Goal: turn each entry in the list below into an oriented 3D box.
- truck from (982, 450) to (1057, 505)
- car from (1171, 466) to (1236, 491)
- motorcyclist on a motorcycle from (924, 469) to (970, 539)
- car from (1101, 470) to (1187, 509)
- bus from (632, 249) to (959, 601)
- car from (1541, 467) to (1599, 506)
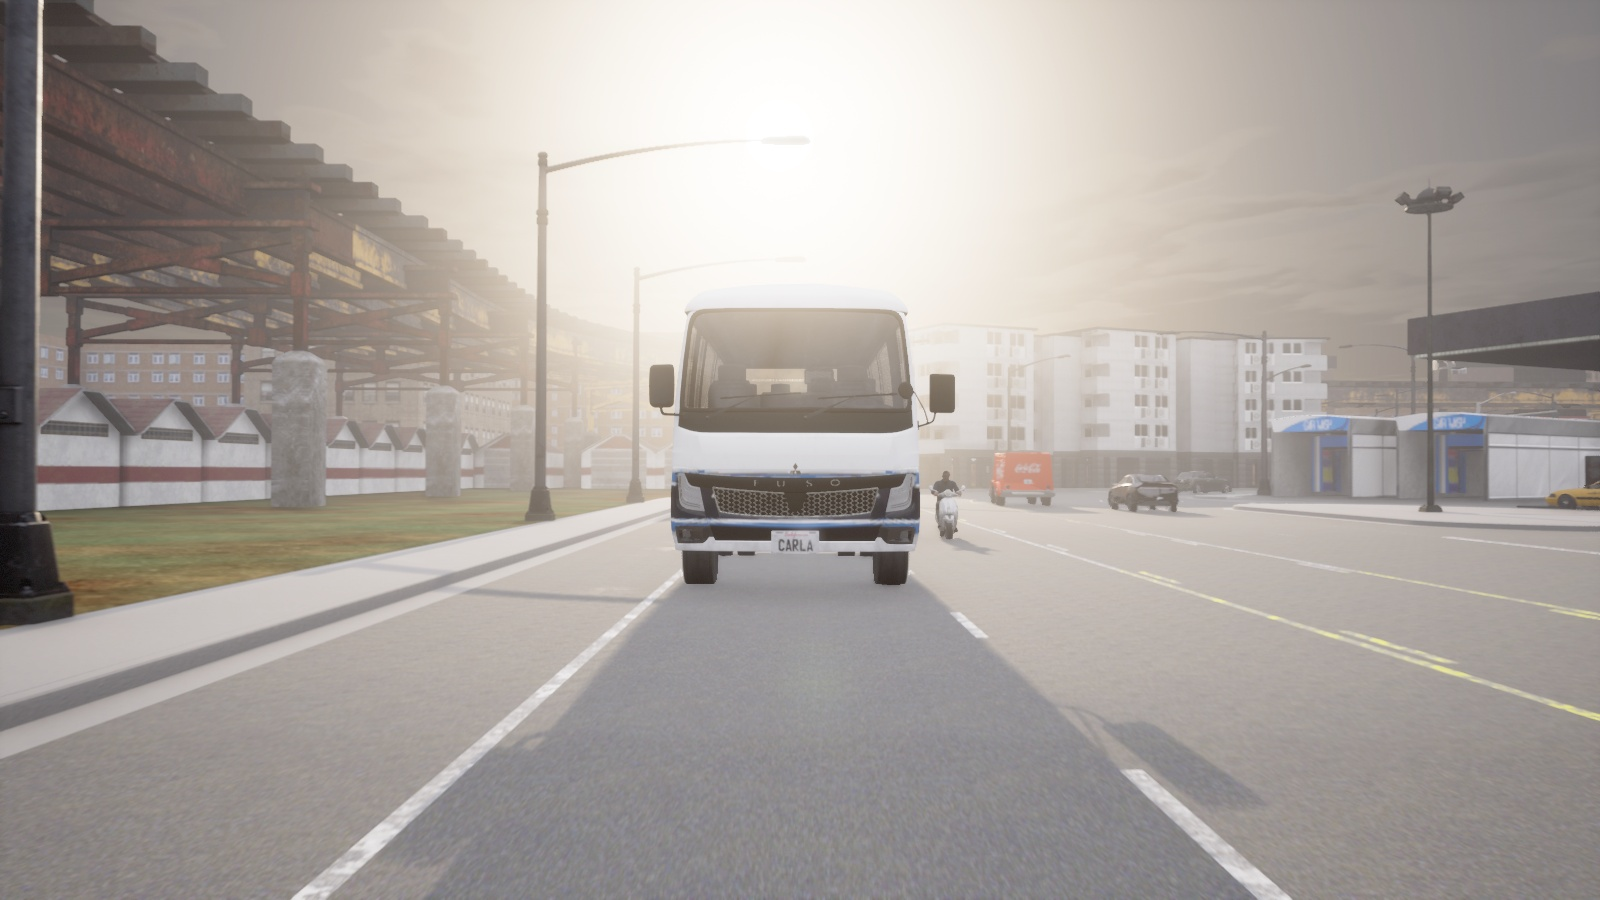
[{"bbox_3d":[10.353,1.285,59.640,2.627,2.467,5.204,0,-1,0],"label":"truck"},{"bbox_3d":[29.862,2.108,92.873,4.553,1.767,2.097,0,-1,-30],"label":"car"},{"bbox_3d":[3.425,1.246,29.400,0.866,1.590,1.817,0,-1,0],"label":"motorcyclist on a motorcycle"},{"bbox_3d":[13.869,1.569,50.996,2.128,1.511,4.902,0,-1,0],"label":"car"},{"bbox_3d":[-0.059,-0.221,20.360,3.944,4.253,10.273,0,-1,0],"label":"bus"},{"bbox_3d":[33.001,1.467,50.519,1.801,1.575,5.366,0,-1,-26],"label":"car"}]
